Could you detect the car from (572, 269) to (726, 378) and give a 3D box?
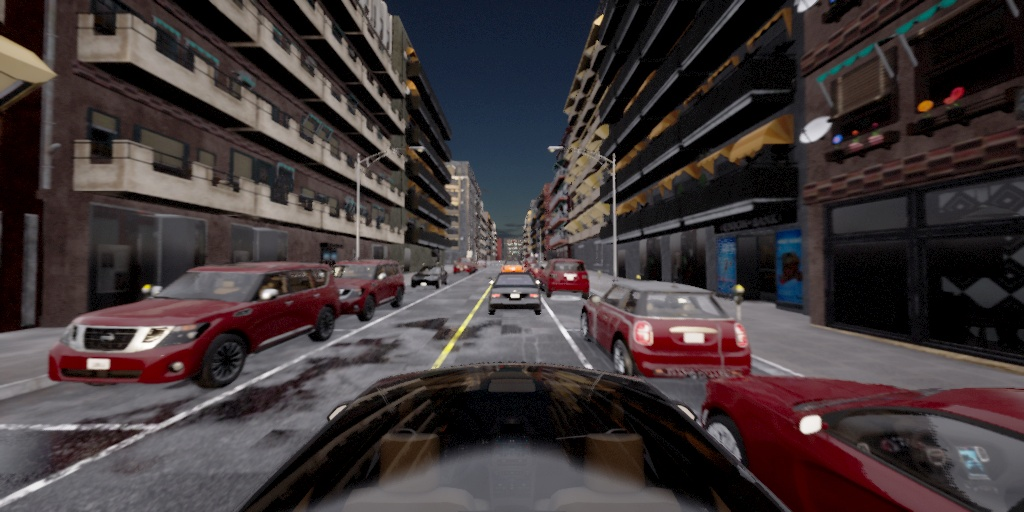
[{"bbox_3d":[2.576,1.189,7.050,1.967,1.591,4.097,0,0,0],"label":"car"}]

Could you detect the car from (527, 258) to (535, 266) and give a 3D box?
[{"bbox_3d":[2.533,1.198,29.174,1.967,1.591,4.097,0,0,0],"label":"car"}]

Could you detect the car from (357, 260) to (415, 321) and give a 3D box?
[{"bbox_3d":[-5.314,1.064,12.640,2.192,1.841,5.009,0,0,0],"label":"car"}]

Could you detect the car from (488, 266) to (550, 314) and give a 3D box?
[{"bbox_3d":[0.105,1.296,13.735,2.033,1.411,5.357,0,0,0],"label":"car"}]

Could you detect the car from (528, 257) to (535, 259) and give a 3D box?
[{"bbox_3d":[2.533,1.113,51.298,2.192,1.841,5.009,0,0,0],"label":"car"}]

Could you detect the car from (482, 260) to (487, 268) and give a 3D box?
[{"bbox_3d":[-5.315,1.412,62.416,1.802,1.307,4.207,0,0,0],"label":"car"}]

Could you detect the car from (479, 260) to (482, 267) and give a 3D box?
[{"bbox_3d":[-5.315,1.330,45.823,1.888,1.381,4.507,0,0,0],"label":"car"}]

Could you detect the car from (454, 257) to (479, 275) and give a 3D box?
[{"bbox_3d":[-5.315,1.089,40.291,2.192,1.841,5.009,0,0,0],"label":"car"}]

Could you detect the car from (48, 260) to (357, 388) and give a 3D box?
[{"bbox_3d":[-5.314,1.064,7.110,2.192,1.841,5.009,0,0,0],"label":"car"}]

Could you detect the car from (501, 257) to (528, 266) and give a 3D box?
[{"bbox_3d":[0.101,1.114,32.254,2.097,1.767,4.553,0,0,0],"label":"car"}]

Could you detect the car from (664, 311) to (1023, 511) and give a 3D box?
[{"bbox_3d":[2.568,1.295,1.518,1.888,1.381,4.507,0,0,0],"label":"car"}]

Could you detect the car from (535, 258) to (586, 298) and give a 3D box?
[{"bbox_3d":[2.534,1.065,18.111,2.192,1.841,5.009,0,0,0],"label":"car"}]

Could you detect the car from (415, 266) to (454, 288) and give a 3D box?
[{"bbox_3d":[-5.314,1.319,23.702,1.948,1.339,4.313,0,0,0],"label":"car"}]
